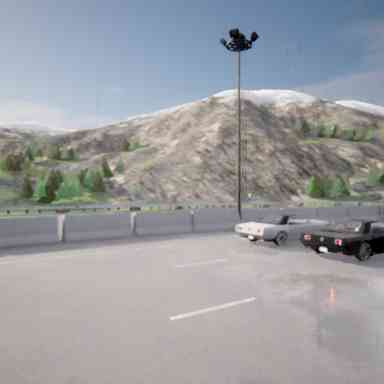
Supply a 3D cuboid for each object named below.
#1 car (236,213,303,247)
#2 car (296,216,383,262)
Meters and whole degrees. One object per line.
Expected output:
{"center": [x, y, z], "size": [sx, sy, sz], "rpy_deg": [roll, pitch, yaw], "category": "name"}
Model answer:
{"center": [4.394, 1.614, 15.077], "size": [4.718, 1.301, 1.895], "rpy_deg": [0, 0, -30], "category": "car"}
{"center": [6.272, 1.614, 12.122], "size": [4.718, 1.301, 1.895], "rpy_deg": [0, 0, -30], "category": "car"}
